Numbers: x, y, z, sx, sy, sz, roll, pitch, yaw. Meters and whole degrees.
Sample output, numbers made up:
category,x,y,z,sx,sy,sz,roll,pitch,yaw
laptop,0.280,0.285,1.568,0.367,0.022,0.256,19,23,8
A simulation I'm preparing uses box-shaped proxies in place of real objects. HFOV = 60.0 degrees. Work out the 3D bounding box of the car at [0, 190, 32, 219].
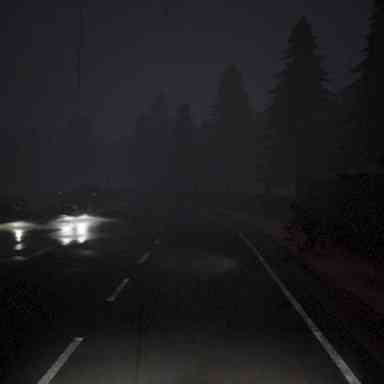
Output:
category,x,y,z,sx,sy,sz,roll,pitch,yaw
car,-11.969,0.863,21.906,1.882,1.535,5.008,0,2,-21

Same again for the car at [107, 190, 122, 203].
category,x,y,z,sx,sy,sz,roll,pitch,yaw
car,-9.894,0.455,38.278,2.128,1.511,4.902,-1,2,-42

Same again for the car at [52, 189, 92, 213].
category,x,y,z,sx,sy,sz,roll,pitch,yaw
car,-9.577,0.809,26.324,2.128,1.511,4.902,-1,2,-26

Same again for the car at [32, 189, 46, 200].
category,x,y,z,sx,sy,sz,roll,pitch,yaw
car,-21.394,0.371,42.866,4.181,1.385,1.994,1,2,26

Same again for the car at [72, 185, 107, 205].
category,x,y,z,sx,sy,sz,roll,pitch,yaw
car,-11.446,0.266,35.033,2.150,2.045,5.566,-1,2,-41

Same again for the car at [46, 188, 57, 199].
category,x,y,z,sx,sy,sz,roll,pitch,yaw
car,-19.299,0.251,45.465,4.892,1.490,1.837,1,2,29

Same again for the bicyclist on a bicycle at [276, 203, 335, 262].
category,x,y,z,sx,sy,sz,roll,pitch,yaw
bicyclist on a bicycle,3.113,1.105,9.278,1.656,1.620,0.582,-8,1,2
